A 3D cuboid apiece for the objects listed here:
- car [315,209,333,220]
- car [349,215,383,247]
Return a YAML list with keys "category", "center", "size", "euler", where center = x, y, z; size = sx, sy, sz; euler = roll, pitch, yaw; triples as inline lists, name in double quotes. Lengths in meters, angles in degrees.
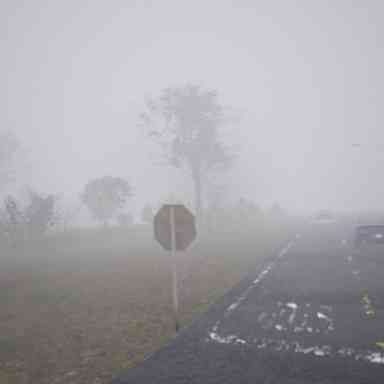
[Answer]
- category: "car"
  center: [16.903, 2.856, 42.514]
  size: [1.994, 1.385, 4.181]
  euler: [-3, -3, 22]
- category: "car"
  center: [9.500, 1.926, 17.518]
  size: [1.882, 1.535, 5.008]
  euler: [-3, -3, 23]
